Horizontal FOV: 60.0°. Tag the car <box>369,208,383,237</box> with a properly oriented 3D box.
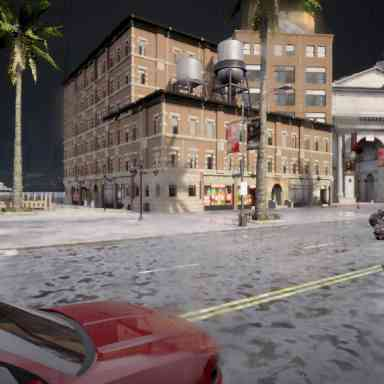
[{"bbox_3d":[10.308,1.534,15.378,4.674,1.442,1.812,0,0,-35],"label":"car"}]

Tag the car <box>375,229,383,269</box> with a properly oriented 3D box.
[{"bbox_3d":[6.909,1.606,8.531,4.718,1.301,1.895,0,0,-35],"label":"car"}]

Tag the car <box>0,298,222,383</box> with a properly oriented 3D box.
[{"bbox_3d":[-1.999,1.477,2.235,5.008,1.535,1.882,0,0,-36],"label":"car"}]
